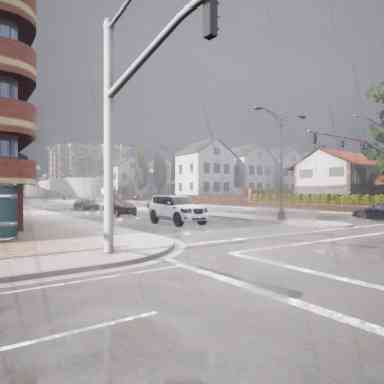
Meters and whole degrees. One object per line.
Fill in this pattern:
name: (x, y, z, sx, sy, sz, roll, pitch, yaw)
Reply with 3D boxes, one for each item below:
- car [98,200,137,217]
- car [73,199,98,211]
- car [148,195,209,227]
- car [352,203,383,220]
car: (-7.002, 1.476, 32.027, 1.882, 1.535, 5.008, 0, 0, -34)
car: (-13.047, 1.547, 40.786, 2.033, 1.411, 5.357, 0, 0, -35)
car: (-1.094, 1.221, 23.488, 2.150, 2.045, 5.566, 0, 0, -35)
car: (15.305, 1.547, 25.770, 2.033, 1.411, 5.357, 0, 0, -31)
